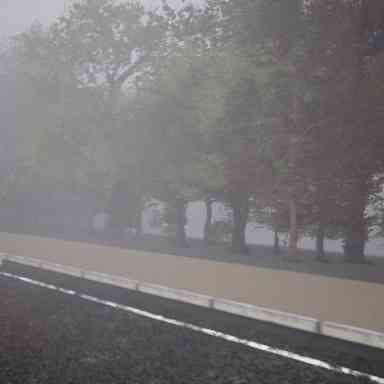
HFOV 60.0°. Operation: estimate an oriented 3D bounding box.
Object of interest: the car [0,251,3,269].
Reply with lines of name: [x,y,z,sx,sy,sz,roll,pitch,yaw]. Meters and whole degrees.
car: [-6.953,1.630,8.645,4.718,1.301,1.895,0,0,35]
